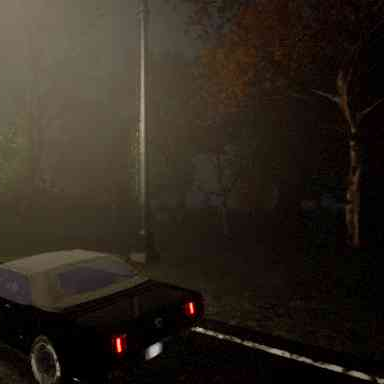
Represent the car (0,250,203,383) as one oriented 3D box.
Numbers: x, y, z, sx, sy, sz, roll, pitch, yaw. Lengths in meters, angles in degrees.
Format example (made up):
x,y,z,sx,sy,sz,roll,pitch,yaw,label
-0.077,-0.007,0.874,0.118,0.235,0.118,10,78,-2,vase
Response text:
x,y,z,sx,sy,sz,roll,pitch,yaw,label
-2.257,1.629,5.300,4.718,1.301,1.895,0,0,35,car
